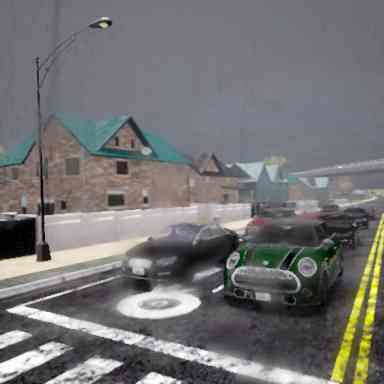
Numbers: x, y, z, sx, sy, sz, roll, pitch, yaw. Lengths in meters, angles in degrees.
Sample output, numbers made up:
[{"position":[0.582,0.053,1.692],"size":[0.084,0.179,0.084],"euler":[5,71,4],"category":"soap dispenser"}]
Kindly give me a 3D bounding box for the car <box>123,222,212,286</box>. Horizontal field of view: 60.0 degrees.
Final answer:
[{"position":[-0.103,1.746,10.462],"size":[2.128,1.511,4.902],"euler":[-2,-1,31],"category":"car"}]

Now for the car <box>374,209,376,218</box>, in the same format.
[{"position":[17.663,2.037,33.950],"size":[2.033,1.411,5.357],"euler":[-2,-2,31],"category":"car"}]

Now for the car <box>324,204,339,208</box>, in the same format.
[{"position":[15.000,2.086,35.840],"size":[1.837,1.490,4.892],"euler":[-2,-2,31],"category":"car"}]

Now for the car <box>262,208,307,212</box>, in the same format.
[{"position":[4.596,1.707,18.390],"size":[2.097,1.767,4.553],"euler":[-2,-2,31],"category":"car"}]

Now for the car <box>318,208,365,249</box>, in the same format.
[{"position":[7.075,1.765,16.193],"size":[1.837,1.490,4.892],"euler":[-2,-1,31],"category":"car"}]

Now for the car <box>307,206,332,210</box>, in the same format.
[{"position":[9.680,2.065,26.933],"size":[1.895,1.301,4.718],"euler":[-2,-2,31],"category":"car"}]

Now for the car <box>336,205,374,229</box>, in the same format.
[{"position":[12.227,1.896,24.846],"size":[1.812,1.442,4.674],"euler":[-2,-2,31],"category":"car"}]

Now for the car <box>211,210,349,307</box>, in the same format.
[{"position":[2.544,1.516,8.561],"size":[2.097,1.767,4.553],"euler":[-2,-2,31],"category":"car"}]
